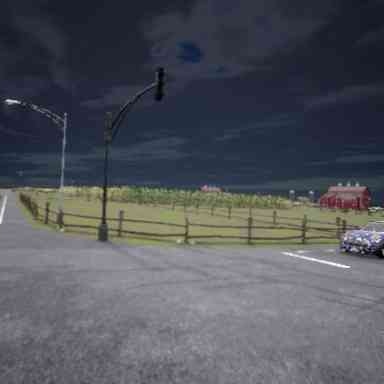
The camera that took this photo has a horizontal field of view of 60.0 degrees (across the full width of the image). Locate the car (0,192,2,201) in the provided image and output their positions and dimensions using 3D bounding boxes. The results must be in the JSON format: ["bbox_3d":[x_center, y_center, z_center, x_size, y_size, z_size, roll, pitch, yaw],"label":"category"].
[{"bbox_3d":[-28.813,0.682,48.072,1.994,1.385,4.181,3,-1,-29],"label":"car"}]

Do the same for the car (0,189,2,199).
[{"bbox_3d":[-35.093,0.287,59.297,2.097,1.767,4.553,3,-1,-29],"label":"car"}]

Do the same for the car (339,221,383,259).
[{"bbox_3d":[9.542,2.219,16.580,4.553,1.767,2.097,4,-2,-28],"label":"car"}]
